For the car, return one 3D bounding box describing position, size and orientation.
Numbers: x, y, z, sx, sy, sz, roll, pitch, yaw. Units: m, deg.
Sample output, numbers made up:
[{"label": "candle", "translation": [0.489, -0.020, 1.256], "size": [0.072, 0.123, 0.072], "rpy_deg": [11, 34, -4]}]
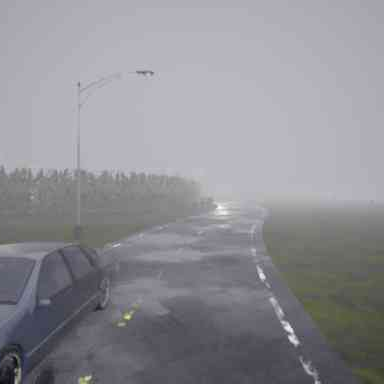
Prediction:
[{"label": "car", "translation": [-2.600, 1.518, 4.966], "size": [2.033, 1.411, 5.357], "rpy_deg": [0, 0, 4]}]
